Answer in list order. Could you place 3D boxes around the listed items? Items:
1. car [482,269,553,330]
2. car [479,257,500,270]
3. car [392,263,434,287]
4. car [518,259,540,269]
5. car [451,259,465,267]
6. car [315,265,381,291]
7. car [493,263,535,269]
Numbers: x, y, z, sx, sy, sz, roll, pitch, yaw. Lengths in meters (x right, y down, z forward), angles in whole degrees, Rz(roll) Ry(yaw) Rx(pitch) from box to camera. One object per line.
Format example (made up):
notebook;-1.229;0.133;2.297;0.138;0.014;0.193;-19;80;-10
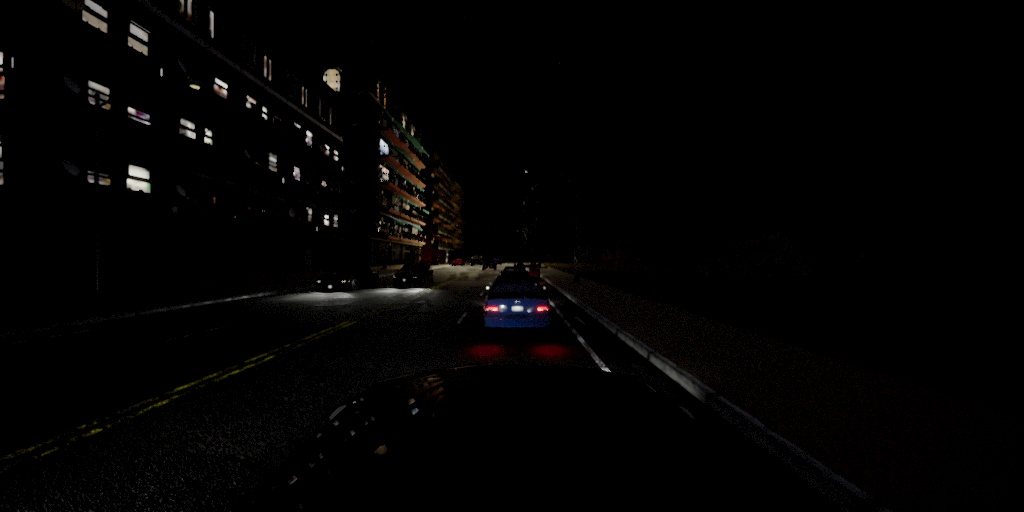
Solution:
car;0.128;1.287;10.982;2.033;1.411;5.357;0;0;0
car;-3.094;1.195;49.796;1.837;1.490;4.892;0;0;1
car;-6.540;1.228;24.198;1.837;1.490;4.892;0;0;0
car;1.214;1.067;30.248;2.097;1.767;4.553;0;0;0
car;-9.635;1.195;64.063;1.812;1.442;4.674;0;0;1
car;-9.797;1.274;21.959;2.033;1.411;5.357;0;0;0
car;0.147;1.291;21.315;1.994;1.385;4.181;0;0;1
